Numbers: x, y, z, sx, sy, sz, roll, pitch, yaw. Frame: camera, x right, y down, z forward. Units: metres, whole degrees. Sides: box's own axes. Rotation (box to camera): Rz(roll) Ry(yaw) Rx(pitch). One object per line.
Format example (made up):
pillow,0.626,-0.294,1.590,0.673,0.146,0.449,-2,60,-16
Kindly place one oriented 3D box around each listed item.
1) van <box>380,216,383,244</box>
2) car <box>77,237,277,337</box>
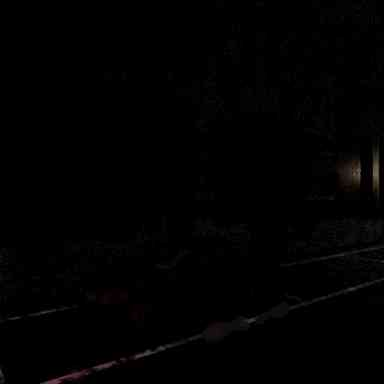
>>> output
van,9.043,1.374,13.106,3.998,1.788,1.690,0,0,-36
car,-0.078,1.590,6.596,4.206,1.307,1.802,0,0,-36
